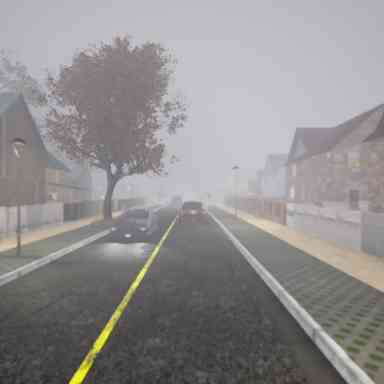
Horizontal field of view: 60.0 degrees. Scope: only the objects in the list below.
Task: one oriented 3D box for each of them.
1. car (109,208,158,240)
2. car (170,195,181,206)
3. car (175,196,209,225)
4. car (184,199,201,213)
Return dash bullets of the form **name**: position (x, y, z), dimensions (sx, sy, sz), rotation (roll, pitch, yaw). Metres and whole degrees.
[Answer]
- **car**: position (-2.858, 1.575, 17.492), dimensions (2.033, 1.411, 5.357), rotation (0, 0, 0)
- **car**: position (-2.779, 1.614, 61.511), dimensions (2.150, 2.045, 5.566), rotation (0, 0, 0)
- **car**: position (0.083, 1.404, 24.422), dimensions (2.097, 1.767, 4.553), rotation (0, 0, 0)
- **car**: position (0.075, 1.633, 39.457), dimensions (1.837, 1.490, 4.892), rotation (0, 0, 0)
